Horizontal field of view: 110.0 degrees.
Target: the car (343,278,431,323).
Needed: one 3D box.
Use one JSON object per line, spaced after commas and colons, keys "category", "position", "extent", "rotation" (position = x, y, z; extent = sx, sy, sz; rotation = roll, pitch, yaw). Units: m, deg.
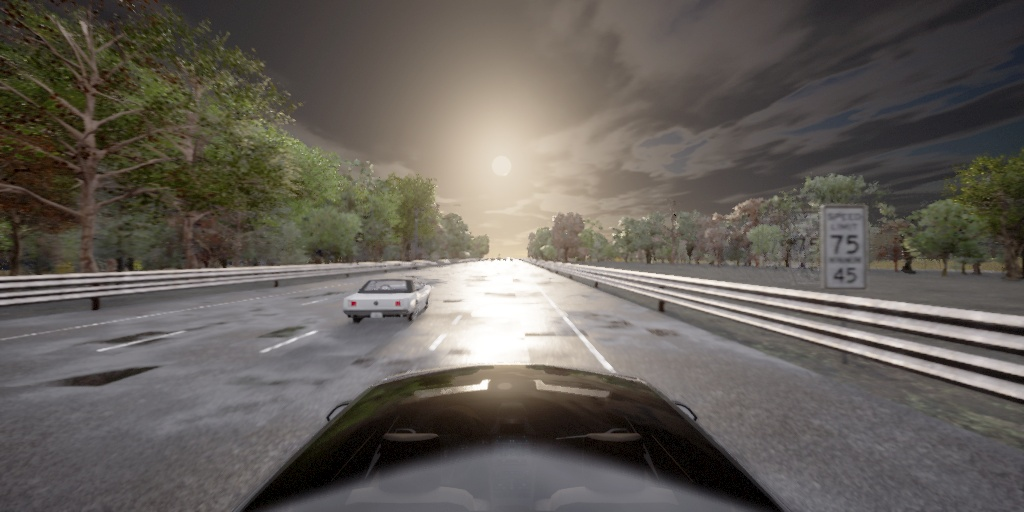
{"category": "car", "position": [-3.992, 1.387, 12.323], "extent": [1.895, 1.301, 4.718], "rotation": [0, 0, -5]}
